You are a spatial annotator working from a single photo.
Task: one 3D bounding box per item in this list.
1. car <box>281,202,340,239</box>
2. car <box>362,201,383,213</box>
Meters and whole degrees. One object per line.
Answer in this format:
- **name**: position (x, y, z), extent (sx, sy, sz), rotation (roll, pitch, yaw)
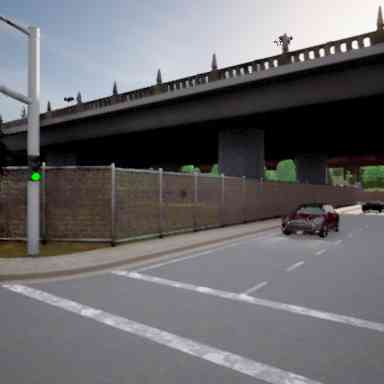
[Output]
- **car**: position (6.505, 1.388, 17.995), extent (2.097, 1.767, 4.553), rotation (0, 0, 35)
- **car**: position (20.647, 1.652, 37.923), extent (1.895, 1.301, 4.718), rotation (0, 0, 35)
